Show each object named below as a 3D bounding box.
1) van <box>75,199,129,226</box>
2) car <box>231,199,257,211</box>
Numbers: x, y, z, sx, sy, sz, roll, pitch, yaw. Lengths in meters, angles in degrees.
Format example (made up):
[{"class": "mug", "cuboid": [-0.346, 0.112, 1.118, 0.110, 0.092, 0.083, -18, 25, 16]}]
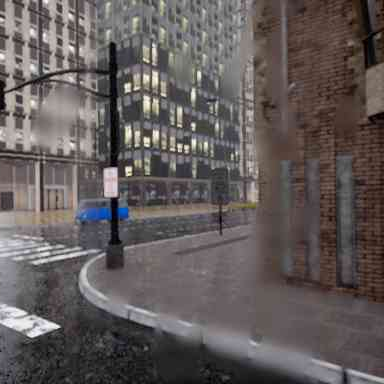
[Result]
[{"class": "van", "cuboid": [-6.356, 1.400, 23.736, 1.690, 1.788, 3.998, -1, -1, 36]}, {"class": "car", "cuboid": [6.481, 1.629, 41.643, 1.752, 1.417, 4.829, -1, -1, 36]}]
